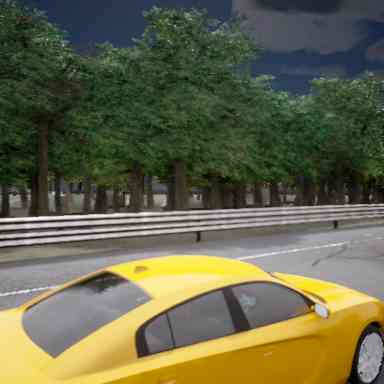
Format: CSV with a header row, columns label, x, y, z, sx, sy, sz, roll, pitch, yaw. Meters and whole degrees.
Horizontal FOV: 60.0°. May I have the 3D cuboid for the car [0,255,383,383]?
label,x,y,z,sx,sy,sz,roll,pitch,yaw
car,0.191,1.470,3.641,5.008,1.535,1.882,0,0,-34
